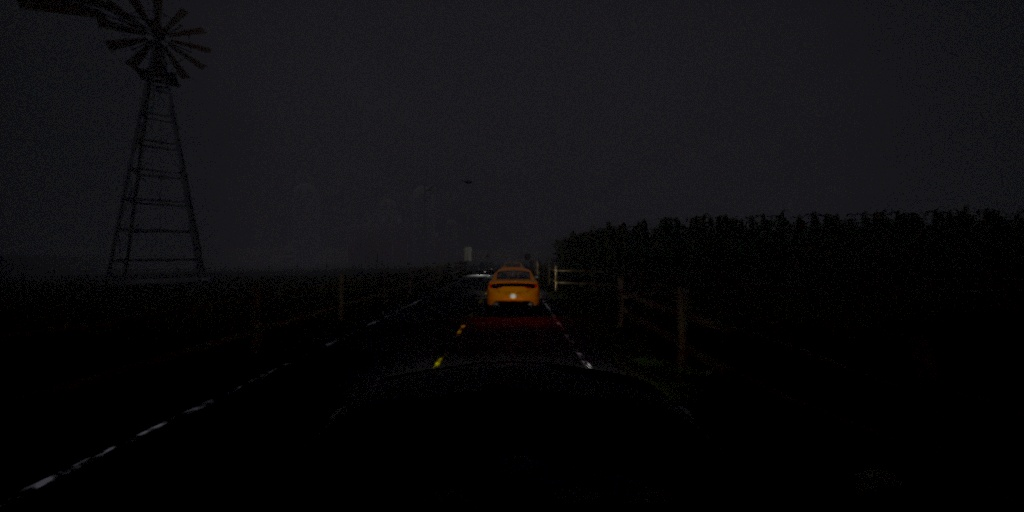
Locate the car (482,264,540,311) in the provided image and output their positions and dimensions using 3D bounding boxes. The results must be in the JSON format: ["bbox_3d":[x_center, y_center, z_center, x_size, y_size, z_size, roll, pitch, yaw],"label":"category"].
[{"bbox_3d":[0.074,1.213,14.354,1.882,1.535,5.008,0,-1,1],"label":"car"}]

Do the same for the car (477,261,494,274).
[{"bbox_3d":[-2.795,1.257,39.904,2.033,1.411,5.357,0,0,1],"label":"car"}]

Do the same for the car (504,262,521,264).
[{"bbox_3d":[0.072,1.197,29.298,1.882,1.535,5.008,0,0,0],"label":"car"}]
